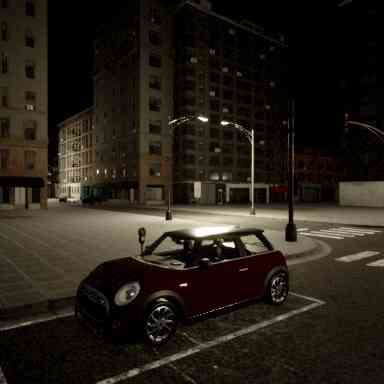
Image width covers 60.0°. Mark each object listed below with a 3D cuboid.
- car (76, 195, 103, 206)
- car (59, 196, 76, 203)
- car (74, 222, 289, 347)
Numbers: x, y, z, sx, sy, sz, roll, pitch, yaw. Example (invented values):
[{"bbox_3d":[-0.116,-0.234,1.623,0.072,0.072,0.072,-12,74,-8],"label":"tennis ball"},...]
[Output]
[{"bbox_3d":[-15.188,1.224,50.322,2.128,1.511,4.902,0,0,-38],"label":"car"},{"bbox_3d":[-22.162,1.273,59.253,1.895,1.301,4.718,0,0,-39],"label":"car"},{"bbox_3d":[-0.043,1.440,6.273,4.097,1.590,1.967,0,0,-38],"label":"car"}]
